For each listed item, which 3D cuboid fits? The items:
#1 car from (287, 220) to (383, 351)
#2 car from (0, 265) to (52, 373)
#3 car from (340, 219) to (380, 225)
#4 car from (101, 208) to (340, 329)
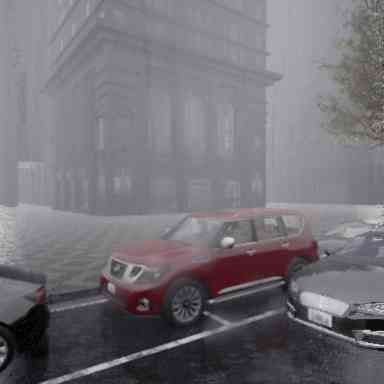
[{"bbox_3d":[3.781,1.487,6.075,4.902,1.511,2.128,0,0,-35],"label":"car"},{"bbox_3d":[-3.940,1.567,3.839,4.313,1.339,1.947,0,0,-35],"label":"car"},{"bbox_3d":[5.304,1.545,10.432,4.403,1.369,2.008,0,0,-35],"label":"car"},{"bbox_3d":[0.681,1.312,7.136,5.009,1.841,2.192,0,0,-35],"label":"car"}]
